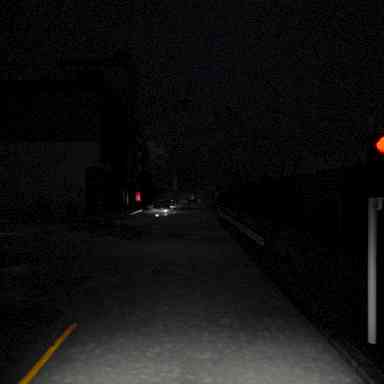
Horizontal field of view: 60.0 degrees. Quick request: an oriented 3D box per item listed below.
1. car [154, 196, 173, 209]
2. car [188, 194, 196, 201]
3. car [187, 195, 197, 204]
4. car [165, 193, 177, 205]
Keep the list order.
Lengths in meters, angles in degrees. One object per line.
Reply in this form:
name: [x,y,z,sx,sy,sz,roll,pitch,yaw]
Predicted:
car: [-4.058,1.564,45.686,1.994,1.385,4.181,0,0,0]
car: [0.057,1.310,76.688,1.882,1.535,5.008,0,0,0]
car: [0.051,1.491,66.268,2.128,1.511,4.902,0,0,0]
car: [-4.042,1.352,55.416,2.097,1.767,4.553,0,0,0]
